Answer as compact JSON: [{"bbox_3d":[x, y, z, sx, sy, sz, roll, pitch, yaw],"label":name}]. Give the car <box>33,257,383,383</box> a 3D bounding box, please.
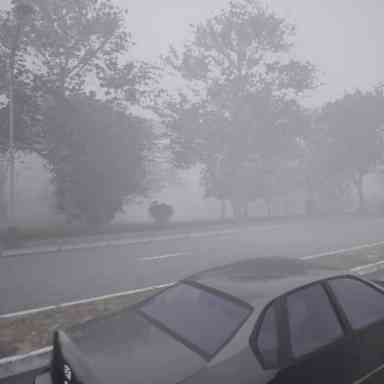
[{"bbox_3d":[1.132,1.544,3.941,5.357,1.411,2.033,0,0,-36],"label":"car"}]
